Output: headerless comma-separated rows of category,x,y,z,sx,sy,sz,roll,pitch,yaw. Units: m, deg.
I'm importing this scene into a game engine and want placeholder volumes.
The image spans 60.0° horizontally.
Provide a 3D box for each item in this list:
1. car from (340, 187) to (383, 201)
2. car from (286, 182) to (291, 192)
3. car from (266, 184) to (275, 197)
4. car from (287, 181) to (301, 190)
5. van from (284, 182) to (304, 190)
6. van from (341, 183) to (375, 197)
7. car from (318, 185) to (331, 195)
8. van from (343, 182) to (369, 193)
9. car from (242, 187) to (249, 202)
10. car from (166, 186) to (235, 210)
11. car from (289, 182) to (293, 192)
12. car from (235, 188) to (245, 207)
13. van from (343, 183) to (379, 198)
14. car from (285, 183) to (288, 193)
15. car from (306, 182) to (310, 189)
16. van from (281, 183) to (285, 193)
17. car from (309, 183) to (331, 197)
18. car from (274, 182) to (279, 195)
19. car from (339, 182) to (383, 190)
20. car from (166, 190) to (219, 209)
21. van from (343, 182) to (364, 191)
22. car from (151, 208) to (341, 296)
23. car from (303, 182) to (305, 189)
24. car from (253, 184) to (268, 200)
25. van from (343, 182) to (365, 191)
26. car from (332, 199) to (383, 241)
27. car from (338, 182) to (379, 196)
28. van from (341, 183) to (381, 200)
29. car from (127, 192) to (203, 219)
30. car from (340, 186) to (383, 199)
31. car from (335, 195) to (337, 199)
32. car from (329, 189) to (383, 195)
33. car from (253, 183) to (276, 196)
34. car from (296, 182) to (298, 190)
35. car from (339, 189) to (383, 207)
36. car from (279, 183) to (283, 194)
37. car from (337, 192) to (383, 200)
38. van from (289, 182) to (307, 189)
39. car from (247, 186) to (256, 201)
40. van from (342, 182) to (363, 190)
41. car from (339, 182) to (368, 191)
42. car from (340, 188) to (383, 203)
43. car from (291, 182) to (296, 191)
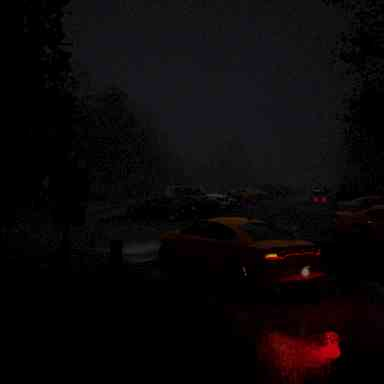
car,20.205,0.232,39.379,4.792,1.488,2.163,1,2,24
car,13.987,-0.435,57.479,4.792,1.488,2.163,1,2,24
car,7.312,0.097,42.234,5.366,1.575,1.946,1,3,24
car,19.572,-0.920,70.179,5.366,1.575,1.946,1,2,24
van,25.363,-1.592,82.779,4.442,1.987,1.878,1,2,24
van,24.644,-0.393,49.514,4.442,1.987,1.878,1,2,24
car,22.611,-0.431,56.719,1.882,1.535,5.008,1,2,24
van,31.766,-0.932,64.663,4.442,1.987,1.878,1,2,24
car,2.568,0.546,32.206,4.892,1.521,2.231,1,3,24
car,0.297,0.523,27.133,5.566,2.045,2.435,1,3,24
car,15.132,-0.525,60.007,4.792,1.488,2.163,1,2,24
car,1.586,0.659,29.605,5.366,1.575,1.946,1,3,24
van,23.713,-0.300,46.896,4.442,1.987,1.878,1,2,24
car,12.841,-0.345,54.952,4.792,1.488,2.163,1,2,24
car,26.640,-1.705,85.245,5.566,2.045,2.435,1,2,24
van,11.829,-0.508,52.356,4.442,1.987,1.878,1,2,24
car,18.362,-0.083,47.346,2.128,1.511,4.902,1,2,24
car,9.461,-0.227,47.342,4.553,1.767,2.185,1,2,24
car,15.635,0.387,29.290,5.566,2.045,2.435,1,3,24
car,-0.869,0.887,24.627,5.008,1.535,2.097,1,3,24
van,37.430,-1.377,77.158,4.442,1.987,1.878,1,2,24
car,0.905,1.379,8.522,1.882,1.535,5.008,2,-1,-31
car,23.173,-1.184,77.687,5.008,1.535,2.097,1,2,24
car,5.880,0.194,39.973,5.366,1.575,1.946,1,3,24
van,36.339,-1.292,74.750,4.442,1.987,1.878,1,2,24
car,8.798,1.316,14.303,5.008,1.535,2.097,1,3,24
car,25.867,-0.507,51.998,5.566,2.045,2.435,1,2,24
van,21.216,-0.120,41.931,4.442,1.987,1.878,1,2,24
car,-2.046,1.031,22.116,4.792,1.488,2.163,1,3,24
car,22.469,0.014,44.429,5.008,1.535,2.097,1,2,24
car,11.011,1.123,19.243,4.792,1.488,2.163,1,3,24
car,13.155,0.860,24.348,5.366,1.575,1.946,1,3,24
car,8.280,-0.004,44.832,4.892,1.521,2.231,1,3,24
car,17.456,-0.733,65.045,4.892,1.521,2.231,1,2,24
car,16.726,0.553,31.845,4.792,1.488,2.163,1,3,24
car,10.603,-0.164,49.873,4.792,1.488,2.163,1,2,24
car,9.974,1.077,16.804,4.553,1.767,2.185,1,3,24
van,28.792,-1.787,90.348,4.442,1.987,1.878,1,1,24
car,3.539,0.425,34.810,5.366,1.575,1.946,1,3,24
van,38.416,-1.475,79.897,4.442,1.987,1.878,1,2,24
car,35.063,-1.230,72.287,5.566,2.045,2.435,1,2,24
car,19.116,0.330,36.977,4.792,1.488,2.163,1,3,24
car,16.136,-0.650,62.597,5.366,1.575,1.946,1,2,24
